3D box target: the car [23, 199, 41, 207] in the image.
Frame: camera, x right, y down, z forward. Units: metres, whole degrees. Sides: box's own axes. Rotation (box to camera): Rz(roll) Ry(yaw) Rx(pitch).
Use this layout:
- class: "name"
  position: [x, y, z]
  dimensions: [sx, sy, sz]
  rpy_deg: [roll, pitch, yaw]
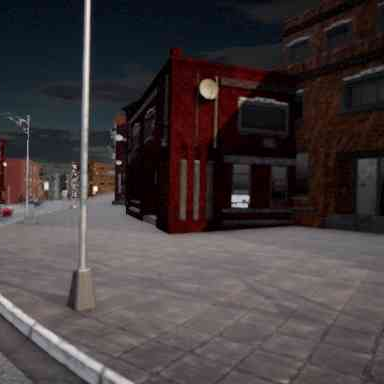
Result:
- class: "car"
  position: [-27.254, 1.827, 56.797]
  dimensions: [2.033, 1.411, 5.357]
  rpy_deg: [1, -1, -12]

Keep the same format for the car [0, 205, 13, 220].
- class: "car"
  position: [-17.109, 1.722, 28.939]
  dimensions: [1.895, 1.301, 4.718]
  rpy_deg: [1, -1, -14]
